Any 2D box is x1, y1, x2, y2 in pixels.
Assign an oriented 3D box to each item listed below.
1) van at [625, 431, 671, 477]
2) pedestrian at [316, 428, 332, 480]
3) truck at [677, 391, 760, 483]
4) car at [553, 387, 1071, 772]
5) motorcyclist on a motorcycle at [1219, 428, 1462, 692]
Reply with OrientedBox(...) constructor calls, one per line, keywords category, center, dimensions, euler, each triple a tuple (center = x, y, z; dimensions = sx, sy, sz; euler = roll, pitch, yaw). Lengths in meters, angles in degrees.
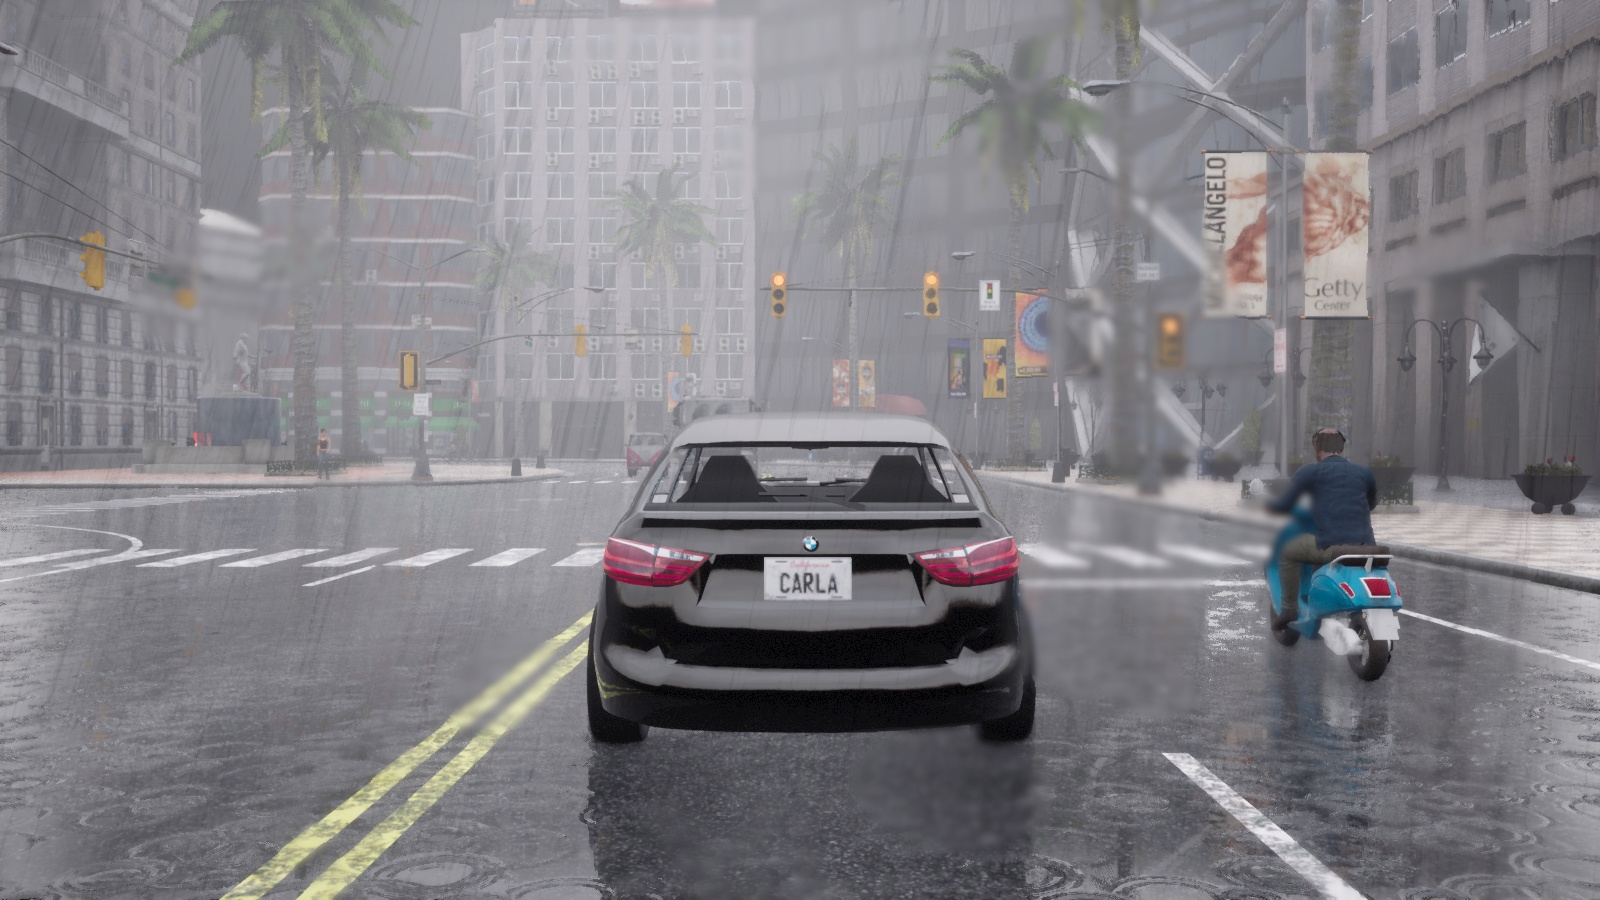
OrientedBox(category="van", center=(-6.789, 0.176, 56.416), dimensions=(1.775, 1.987, 4.442), euler=(0, 0, -3))
OrientedBox(category="pedestrian", center=(-16.869, 0.138, 44.516), dimensions=(0.345, 1.836, 0.594), euler=(0, 0, -1))
OrientedBox(category="truck", center=(-3.186, -0.527, 51.230), dimensions=(2.891, 3.462, 7.936), euler=(0, 0, 0))
OrientedBox(category="car", center=(0.062, 0.547, 7.745), dimensions=(2.242, 1.667, 4.611), euler=(0, 0, 0))
OrientedBox(category="motorcyclist on a motorcycle", center=(3.552, 0.655, 8.461), dimensions=(0.866, 1.590, 1.817), euler=(0, 0, 1))
